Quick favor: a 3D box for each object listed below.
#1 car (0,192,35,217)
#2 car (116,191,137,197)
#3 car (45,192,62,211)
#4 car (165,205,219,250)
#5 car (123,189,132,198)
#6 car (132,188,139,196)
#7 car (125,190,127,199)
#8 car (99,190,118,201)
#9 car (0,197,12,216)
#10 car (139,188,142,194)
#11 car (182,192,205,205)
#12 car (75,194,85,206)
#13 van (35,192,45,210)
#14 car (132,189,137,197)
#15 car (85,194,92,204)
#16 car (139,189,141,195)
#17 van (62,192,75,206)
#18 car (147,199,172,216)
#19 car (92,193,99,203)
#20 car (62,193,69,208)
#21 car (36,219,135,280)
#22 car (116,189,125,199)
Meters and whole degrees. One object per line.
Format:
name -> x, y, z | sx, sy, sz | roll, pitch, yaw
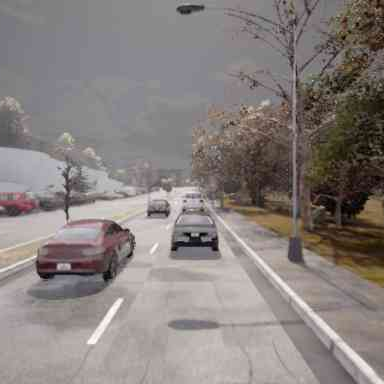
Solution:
car -> -16.882, 1.088, 28.540 | 5.566, 2.045, 2.435 | -1, 1, -20
car -> -16.824, 0.507, 85.471 | 4.792, 1.488, 2.163 | -1, 2, -20
car -> -16.825, 1.009, 34.536 | 5.566, 2.045, 2.435 | -1, 1, -20
car -> 0.106, 1.523, 14.132 | 2.033, 1.411, 5.357 | 0, 0, 0
car -> -16.787, 0.475, 73.487 | 5.566, 2.045, 2.435 | -1, 1, -20
car -> -16.830, 0.296, 82.466 | 5.566, 2.045, 2.435 | -1, 2, -20
car -> -16.817, 0.813, 70.473 | 4.674, 1.452, 2.002 | -1, 1, -20
car -> -16.796, 0.931, 61.477 | 4.792, 1.488, 2.163 | -1, 1, -20
car -> -16.852, 1.413, 25.573 | 4.674, 1.452, 2.002 | -1, 1, -20
car -> -16.825, 0.199, 91.479 | 4.553, 1.767, 2.185 | -1, 1, -20
car -> 0.112, 0.992, 34.195 | 2.150, 2.045, 5.566 | 0, 1, 0
car -> -16.811, 1.016, 43.480 | 4.553, 1.767, 2.185 | -1, 1, -20
van -> -16.744, 1.073, 31.583 | 4.442, 1.987, 1.878 | -1, 1, -20
car -> -16.632, 0.604, 79.545 | 5.366, 1.575, 1.946 | -1, 1, -20
car -> -16.831, 1.142, 46.454 | 4.674, 1.452, 2.002 | -1, 1, -20
car -> -16.798, 0.446, 88.495 | 4.674, 1.452, 2.002 | -1, 1, -20
van -> -16.953, 0.958, 40.444 | 4.442, 1.987, 1.878 | -1, 1, -20
car -> -2.889, 1.374, 29.904 | 2.033, 1.411, 5.357 | 0, 1, 0
car -> -16.807, 1.091, 49.472 | 4.792, 1.488, 2.163 | -1, 1, -20
car -> -16.838, 1.222, 37.507 | 4.892, 1.521, 2.231 | -1, 1, -20
car -> -2.909, 1.519, 9.829 | 1.812, 1.442, 4.674 | 0, 0, 0
car -> -16.987, 0.820, 67.400 | 5.366, 1.575, 1.946 | -1, 1, -20
